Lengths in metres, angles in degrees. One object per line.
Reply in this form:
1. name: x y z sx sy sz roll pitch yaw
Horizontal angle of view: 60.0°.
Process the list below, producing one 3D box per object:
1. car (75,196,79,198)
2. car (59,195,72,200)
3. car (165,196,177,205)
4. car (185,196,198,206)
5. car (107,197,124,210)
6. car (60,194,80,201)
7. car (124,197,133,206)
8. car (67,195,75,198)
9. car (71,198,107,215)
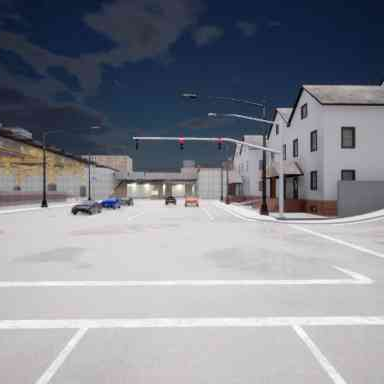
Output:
1. car: -32.767 1.295 89.490 1.853 1.218 4.536 0 0 28
2. car: -31.967 1.295 84.213 1.853 1.218 4.536 0 0 -37
3. car: -3.677 1.505 58.535 1.837 1.490 4.892 0 0 0
4. car: -0.064 1.351 53.786 2.097 1.767 4.553 0 0 0
5. car: -10.730 1.477 44.021 1.882 1.535 5.008 0 0 0
6. car: -32.742 1.452 89.535 2.038 1.542 4.974 0 0 28
7. car: -10.752 1.525 54.295 1.812 1.442 4.674 0 0 0
8. car: -31.936 1.452 84.171 2.038 1.542 4.974 0 0 -37
9. car: -10.704 1.547 34.298 2.033 1.411 5.357 0 0 0
